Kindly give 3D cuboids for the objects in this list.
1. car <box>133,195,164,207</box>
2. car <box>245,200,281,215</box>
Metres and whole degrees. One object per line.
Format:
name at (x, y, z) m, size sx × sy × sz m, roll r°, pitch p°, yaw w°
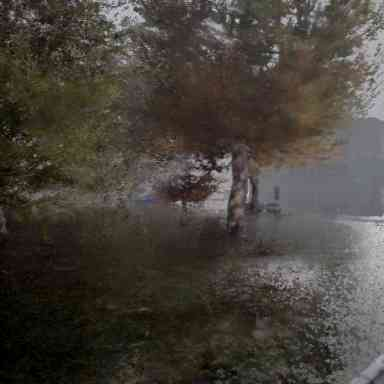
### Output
car at (-5.667, 1.264, 47.890) m, size 5.566 × 2.045 × 2.150 m, roll 0°, pitch -3°, yaw 16°
car at (7.185, 1.607, 35.295) m, size 2.128 × 1.511 × 4.902 m, roll 4°, pitch -2°, yaw -36°
